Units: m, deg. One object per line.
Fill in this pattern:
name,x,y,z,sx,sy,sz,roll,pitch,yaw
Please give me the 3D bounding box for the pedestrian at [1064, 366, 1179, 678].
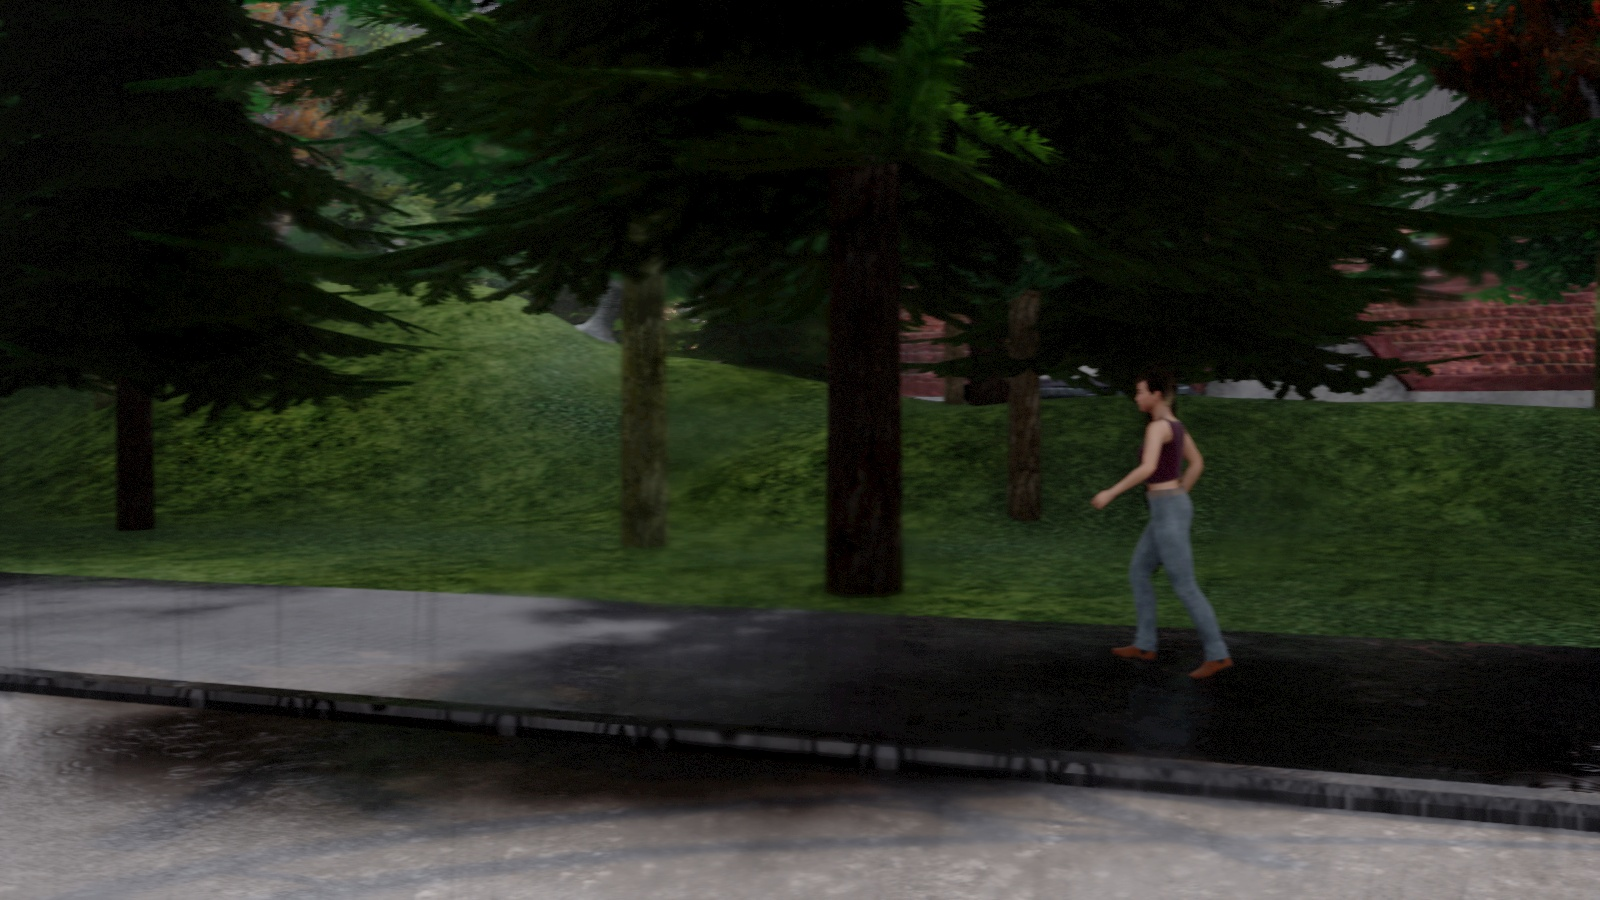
pedestrian,1.961,0.417,7.652,0.594,1.836,0.345,1,1,28
